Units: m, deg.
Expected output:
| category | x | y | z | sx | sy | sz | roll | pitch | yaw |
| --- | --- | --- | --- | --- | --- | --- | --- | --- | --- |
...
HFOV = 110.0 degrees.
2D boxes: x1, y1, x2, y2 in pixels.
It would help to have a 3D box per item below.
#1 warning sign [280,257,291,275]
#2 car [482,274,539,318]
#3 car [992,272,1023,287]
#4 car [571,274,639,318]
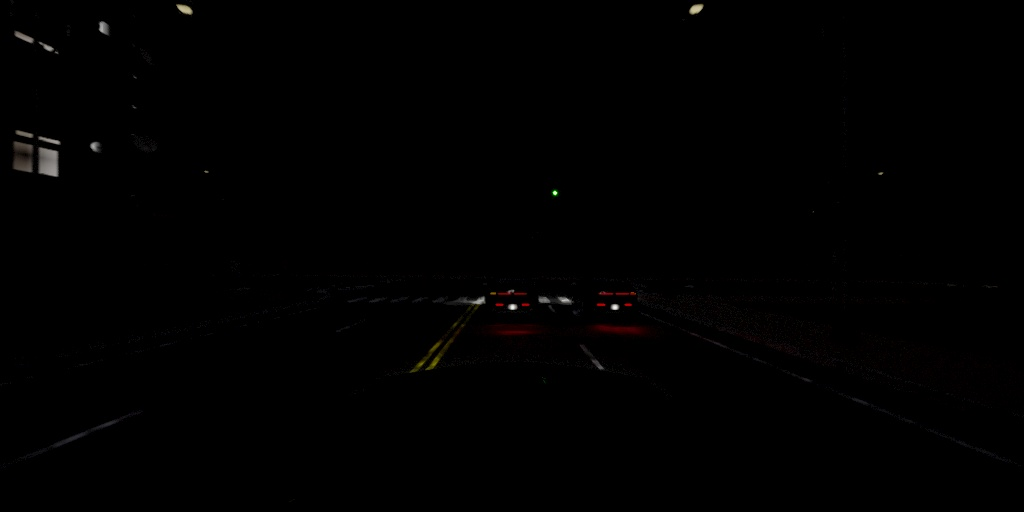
| category | x | y | z | sx | sy | sz | roll | pitch | yaw |
| --- | --- | --- | --- | --- | --- | --- | --- | --- | --- |
| warning sign | -23.460 | 1.046 | 36.967 | 1.060 | 1.860 | 1.300 | 0 | 0 | 1 |
| car | -0.076 | 1.409 | 13.850 | 1.837 | 1.490 | 4.892 | 0 | -1 | -2 |
| car | 46.230 | 2.087 | 32.379 | 4.181 | 1.385 | 1.994 | 1 | 0 | 2 |
| car | 3.450 | 1.409 | 13.835 | 1.837 | 1.490 | 4.892 | 0 | -1 | 4 |
